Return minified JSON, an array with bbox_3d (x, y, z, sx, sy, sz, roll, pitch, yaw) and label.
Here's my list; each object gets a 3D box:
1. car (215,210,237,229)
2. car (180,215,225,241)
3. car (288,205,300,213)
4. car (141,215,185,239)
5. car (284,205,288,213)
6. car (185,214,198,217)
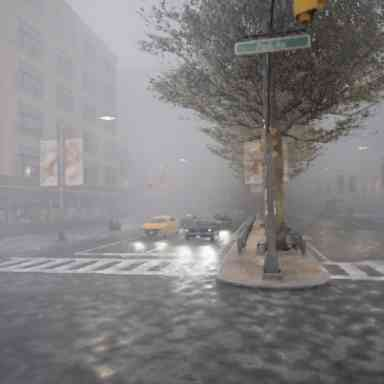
[{"bbox_3d":[2.955,2.774,32.754,2.128,1.511,4.902,-2,-2,12],"label":"car"},{"bbox_3d":[0.824,2.518,22.634,1.895,1.301,4.718,-2,-2,12],"label":"car"},{"bbox_3d":[24.207,4.218,78.001,1.895,1.301,4.718,-2,-2,12],"label":"car"},{"bbox_3d":[-2.263,2.557,24.972,1.882,1.535,5.008,-2,-2,12],"label":"car"},{"bbox_3d":[20.764,4.079,78.662,2.097,1.767,4.553,-2,-2,12],"label":"car"},{"bbox_3d":[-0.089,2.997,35.235,2.033,1.411,5.357,-2,-2,12],"label":"car"}]
